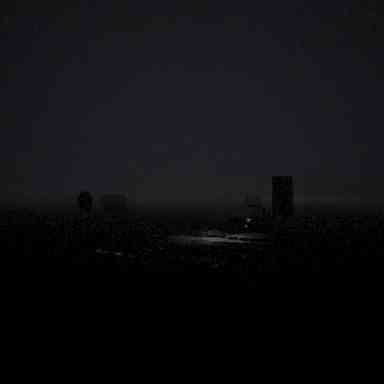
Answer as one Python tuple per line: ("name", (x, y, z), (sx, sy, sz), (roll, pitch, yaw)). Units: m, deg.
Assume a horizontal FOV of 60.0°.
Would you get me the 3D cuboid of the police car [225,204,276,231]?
("police car", (3.960, 1.637, 22.266), (1.930, 1.638, 5.238), (0, -1, 35))
